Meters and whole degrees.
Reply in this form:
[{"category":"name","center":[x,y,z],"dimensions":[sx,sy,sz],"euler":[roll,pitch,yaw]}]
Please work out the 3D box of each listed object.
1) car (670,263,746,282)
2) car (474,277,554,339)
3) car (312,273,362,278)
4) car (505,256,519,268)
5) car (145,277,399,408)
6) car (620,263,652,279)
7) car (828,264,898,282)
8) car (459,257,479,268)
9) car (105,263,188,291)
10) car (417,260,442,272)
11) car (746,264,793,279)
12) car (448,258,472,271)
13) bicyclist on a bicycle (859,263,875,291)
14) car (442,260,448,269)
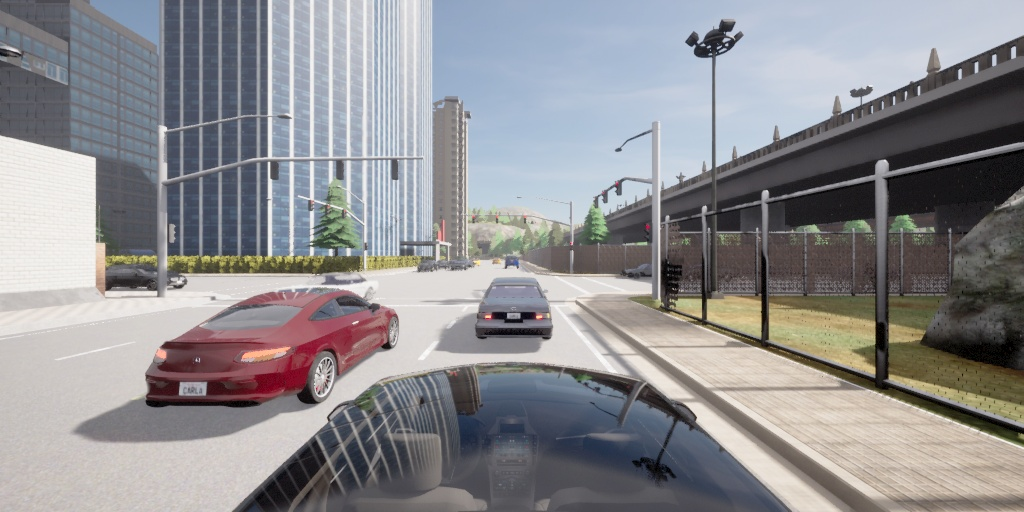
[{"category":"car","center":[15.666,1.297,29.161],"dimensions":[4.902,1.511,2.128],"euler":[0,0,0]},{"category":"car","center":[0.079,1.297,10.013],"dimensions":[2.033,1.411,5.357],"euler":[0,0,1]},{"category":"car","center":[-7.180,1.352,14.331],"dimensions":[1.895,1.301,4.718],"euler":[0,0,2]},{"category":"car","center":[-0.023,0.971,59.456],"dimensions":[2.150,2.045,5.566],"euler":[0,0,0]},{"category":"car","center":[-3.449,1.276,6.193],"dimensions":[1.812,1.442,4.674],"euler":[0,0,0]},{"category":"car","center":[12.722,1.353,32.648],"dimensions":[5.357,1.411,2.033],"euler":[0,0,0]},{"category":"car","center":[28.578,1.331,29.199],"dimensions":[4.674,1.442,1.812],"euler":[0,0,0]},{"category":"car","center":[-7.182,1.297,58.765],"dimensions":[2.033,1.411,5.357],"euler":[0,0,0]},{"category":"car","center":[-22.583,1.331,21.823],"dimensions":[4.674,1.442,1.812],"euler":[0,0,0]},{"category":"car","center":[-10.677,1.255,45.752],"dimensions":[1.837,1.490,4.892],"euler":[0,0,0]},{"category":"car","center":[22.699,1.406,32.688],"dimensions":[4.718,1.301,1.895],"euler":[0,0,0]},{"category":"car","center":[-7.177,1.314,49.524],"dimensions":[1.994,1.385,4.181],"euler":[0,0,0]},{"category":"bicyclist on a bicycle","center":[18.267,1.106,18.188],"dimensions":[0.582,1.620,1.656],"euler":[0,0,0]},{"category":"car","center":[-10.690,1.276,54.993],"dimensions":[1.812,1.442,4.674],"euler":[0,0,0]}]
